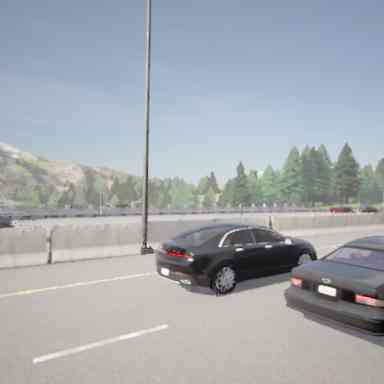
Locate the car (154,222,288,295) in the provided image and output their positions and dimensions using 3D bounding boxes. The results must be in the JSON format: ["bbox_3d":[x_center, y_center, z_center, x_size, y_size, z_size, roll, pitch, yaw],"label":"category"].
[{"bbox_3d":[1.360,1.579,8.963,4.892,1.490,1.837,0,0,-35],"label":"car"}]

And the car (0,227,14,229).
[{"bbox_3d":[-10.211,1.548,13.882,4.902,1.511,2.128,1,-1,-35],"label":"car"}]

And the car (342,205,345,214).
[{"bbox_3d":[22.535,2.540,49.828,4.718,1.301,1.895,2,-1,-35],"label":"car"}]

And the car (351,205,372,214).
[{"bbox_3d":[24.213,2.441,46.733,4.674,1.442,1.812,2,-1,-35],"label":"car"}]

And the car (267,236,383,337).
[{"bbox_3d":[4.165,1.618,6.660,5.357,1.411,2.033,1,-1,-35],"label":"car"}]
